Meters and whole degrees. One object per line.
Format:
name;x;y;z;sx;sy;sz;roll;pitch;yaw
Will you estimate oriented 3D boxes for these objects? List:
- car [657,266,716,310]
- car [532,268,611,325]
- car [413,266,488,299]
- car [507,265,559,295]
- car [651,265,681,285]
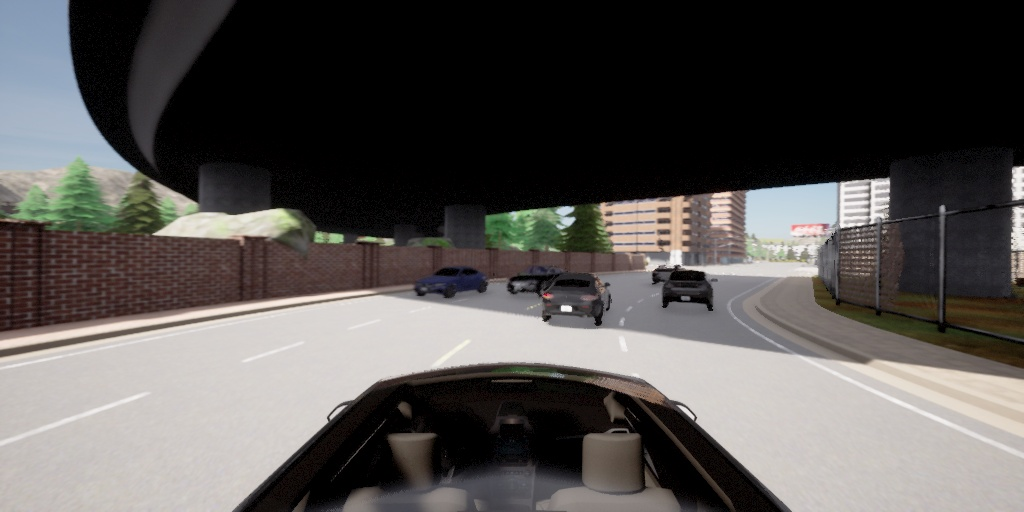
car;7.705;1.358;15.589;1.837;1.490;4.892;0;-1;29
car;2.262;1.305;12.131;1.812;1.442;4.674;1;0;19
car;-2.893;1.234;18.068;1.812;1.442;4.674;1;0;26
car;1.532;1.260;19.066;2.128;1.511;4.902;1;0;31
car;12.181;1.404;27.298;2.128;1.511;4.902;1;0;39
